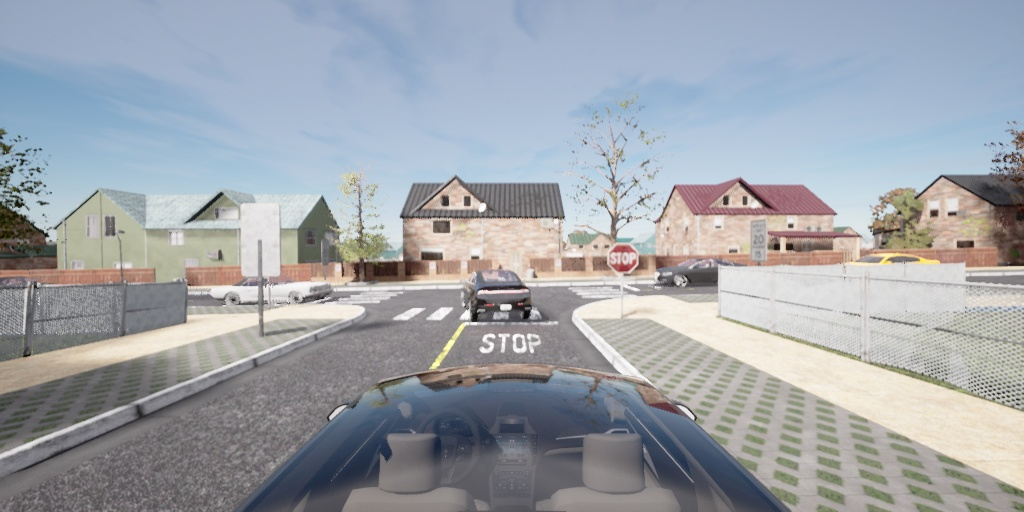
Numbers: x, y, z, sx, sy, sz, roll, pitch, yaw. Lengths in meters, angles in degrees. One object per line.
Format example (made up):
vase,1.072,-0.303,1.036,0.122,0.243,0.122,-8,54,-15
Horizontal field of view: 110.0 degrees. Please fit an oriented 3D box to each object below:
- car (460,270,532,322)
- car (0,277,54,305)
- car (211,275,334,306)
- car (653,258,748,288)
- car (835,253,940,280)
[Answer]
car,-0.676,1.212,12.317,2.128,1.511,4.902,-1,0,-12
car,-23.363,1.727,16.660,4.902,1.511,2.128,-1,1,0
car,-10.923,1.543,16.608,4.718,1.301,1.895,-1,1,3
car,10.348,0.877,19.712,4.902,1.511,2.128,-1,1,0
car,20.389,0.627,19.740,5.008,1.535,1.882,-1,1,0
